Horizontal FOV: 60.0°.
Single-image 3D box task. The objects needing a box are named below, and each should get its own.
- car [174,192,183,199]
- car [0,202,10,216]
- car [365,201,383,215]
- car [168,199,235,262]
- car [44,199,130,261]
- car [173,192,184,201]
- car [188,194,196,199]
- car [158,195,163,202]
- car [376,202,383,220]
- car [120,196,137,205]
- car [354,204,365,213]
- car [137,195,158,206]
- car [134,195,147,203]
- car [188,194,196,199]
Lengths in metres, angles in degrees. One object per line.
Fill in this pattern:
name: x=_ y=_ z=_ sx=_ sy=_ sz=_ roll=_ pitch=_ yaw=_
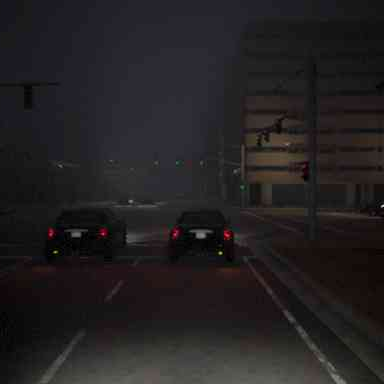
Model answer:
car: x=-3.498 y=0.912 z=88.972 sx=2.150 sy=2.045 sz=5.566 roll=0 pitch=0 yaw=0
car: x=-18.508 y=1.407 z=28.973 sx=5.008 sy=1.535 sz=1.882 roll=0 pitch=-1 yaw=5
car: x=18.311 y=1.279 z=29.419 sx=4.553 sy=1.767 sz=2.097 roll=0 pitch=0 yaw=0
car: x=0.463 y=1.322 z=12.166 sx=2.097 sy=1.767 sz=4.553 roll=0 pitch=0 yaw=5
car: x=-3.708 y=1.321 z=12.301 sx=2.097 sy=1.767 sz=4.553 roll=0 pitch=0 yaw=-5
car: x=-3.498 y=1.328 z=79.264 sx=2.128 sy=1.511 sz=4.902 roll=0 pitch=0 yaw=0
car: x=0.003 y=1.239 z=88.942 sx=1.994 sy=1.385 sz=4.181 roll=0 pitch=0 yaw=0
car: x=-6.999 y=1.352 z=68.486 sx=2.128 sy=1.511 sz=4.902 roll=0 pitch=0 yaw=0
car: x=15.436 y=1.544 z=22.347 sx=4.718 sy=1.301 sz=1.895 roll=0 pitch=0 yaw=1
car: x=-10.568 y=1.416 z=53.016 sx=2.033 sy=1.411 sz=5.357 roll=0 pitch=0 yaw=0
car: x=18.758 y=1.518 z=32.925 sx=4.718 sy=1.301 sz=1.895 roll=0 pitch=0 yaw=-1
car: x=-7.070 y=1.433 z=52.903 sx=1.994 sy=1.385 sz=4.181 roll=0 pitch=0 yaw=0
car: x=-10.498 y=1.309 z=68.456 sx=1.882 sy=1.535 sz=5.008 roll=0 pitch=0 yaw=0
car: x=0.002 y=1.352 z=80.644 sx=1.994 sy=1.385 sz=4.181 roll=0 pitch=0 yaw=0
